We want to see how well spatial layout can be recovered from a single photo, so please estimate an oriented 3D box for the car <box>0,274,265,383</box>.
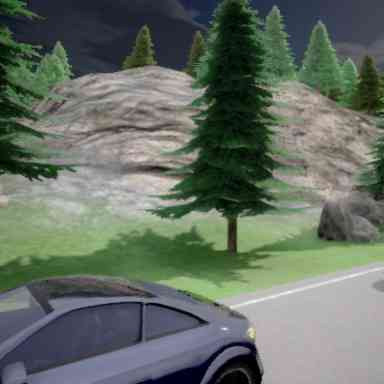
[{"bbox_3d":[-1.305,1.569,3.058,4.181,1.385,1.994,1,0,-35],"label":"car"}]
